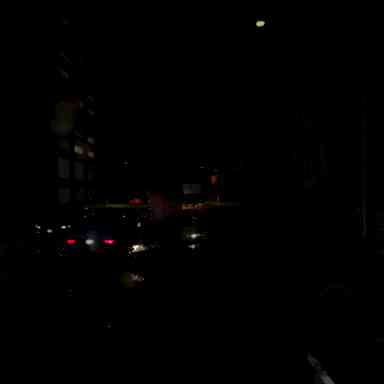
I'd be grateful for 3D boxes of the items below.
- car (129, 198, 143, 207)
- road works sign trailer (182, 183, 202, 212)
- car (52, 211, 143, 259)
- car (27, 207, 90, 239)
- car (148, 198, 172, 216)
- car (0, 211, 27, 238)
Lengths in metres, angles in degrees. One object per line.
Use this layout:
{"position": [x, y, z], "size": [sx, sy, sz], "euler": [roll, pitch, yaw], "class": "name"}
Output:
{"position": [-9.771, 1.779, 58.296], "size": [1.812, 1.442, 4.674], "euler": [0, 0, 1], "class": "car"}
{"position": [0.019, 0.637, 40.999], "size": [2.380, 3.560, 2.880], "euler": [0, 0, 0], "class": "road works sign trailer"}
{"position": [-3.143, 1.598, 12.736], "size": [2.033, 1.411, 5.357], "euler": [0, 0, 0], "class": "car"}
{"position": [-6.591, 1.576, 17.814], "size": [1.837, 1.490, 4.892], "euler": [0, 0, 0], "class": "car"}
{"position": [-3.133, 1.646, 33.994], "size": [1.837, 1.490, 4.892], "euler": [0, 0, 0], "class": "car"}
{"position": [-9.843, 1.667, 16.691], "size": [1.895, 1.301, 4.718], "euler": [0, 0, 0], "class": "car"}
